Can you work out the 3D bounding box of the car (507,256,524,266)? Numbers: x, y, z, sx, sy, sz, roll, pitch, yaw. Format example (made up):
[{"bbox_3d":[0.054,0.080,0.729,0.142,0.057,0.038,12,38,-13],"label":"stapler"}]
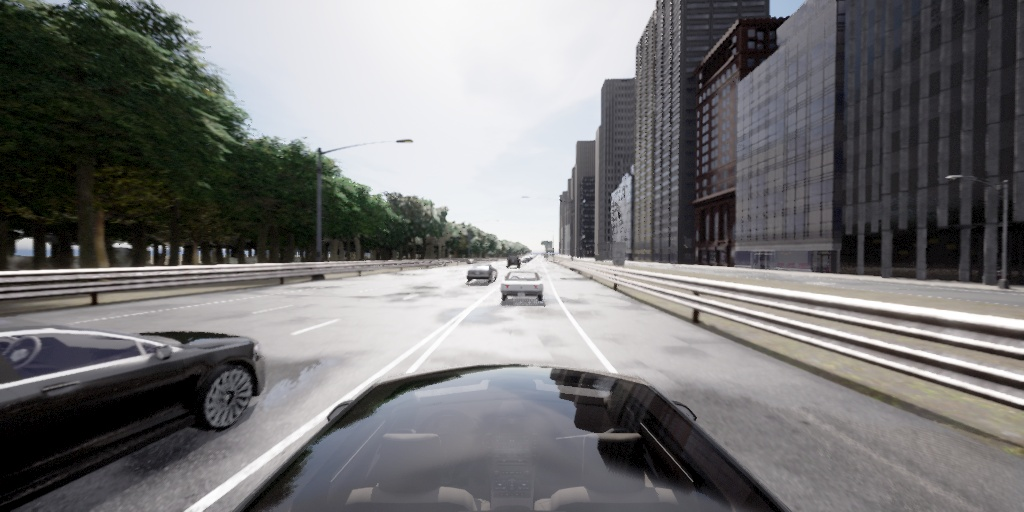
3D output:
[{"bbox_3d":[0.386,0.990,62.912,2.150,2.045,5.566,0,0,4],"label":"car"}]

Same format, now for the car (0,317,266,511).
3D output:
[{"bbox_3d":[-4.229,1.211,2.691,2.128,1.511,4.902,0,0,4],"label":"car"}]

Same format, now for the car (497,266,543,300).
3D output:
[{"bbox_3d":[0.548,1.360,17.637,1.895,1.301,4.718,0,0,3],"label":"car"}]

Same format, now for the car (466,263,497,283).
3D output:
[{"bbox_3d":[-2.266,1.284,27.978,2.033,1.411,5.357,0,0,4],"label":"car"}]
